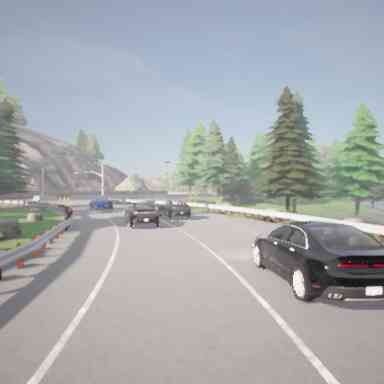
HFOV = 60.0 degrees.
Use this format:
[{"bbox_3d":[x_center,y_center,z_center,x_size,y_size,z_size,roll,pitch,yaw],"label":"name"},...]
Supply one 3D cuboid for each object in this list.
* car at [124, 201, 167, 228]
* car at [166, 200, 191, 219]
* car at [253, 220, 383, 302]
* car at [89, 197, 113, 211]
[{"bbox_3d":[-3.362,1.426,21.866,2.128,1.511,4.902,0,0,-16],"label":"car"},{"bbox_3d":[-1.555,1.395,27.625,2.128,1.511,4.902,0,0,-19],"label":"car"},{"bbox_3d":[2.911,1.459,8.175,1.837,1.490,4.892,0,0,-6],"label":"car"},{"bbox_3d":[-10.843,1.383,39.523,1.882,1.535,5.008,0,0,-29],"label":"car"}]
